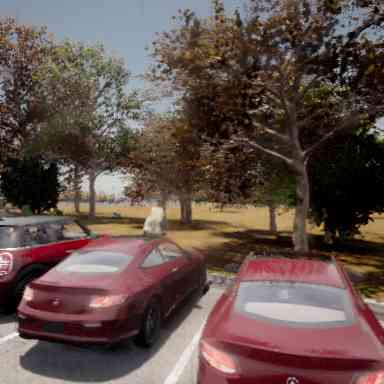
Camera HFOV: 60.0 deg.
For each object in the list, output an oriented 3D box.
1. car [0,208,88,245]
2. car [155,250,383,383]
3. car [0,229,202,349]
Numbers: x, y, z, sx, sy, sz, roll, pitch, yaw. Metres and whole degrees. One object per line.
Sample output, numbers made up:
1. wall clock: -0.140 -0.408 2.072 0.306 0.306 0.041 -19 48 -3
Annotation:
1. car: -3.448 1.352 8.017 2.185 1.767 4.553 0 -1 17
2. car: 1.344 1.525 4.550 2.002 1.452 4.674 0 -1 16
3. car: -1.054 1.521 6.288 2.002 1.452 4.674 0 -1 16
